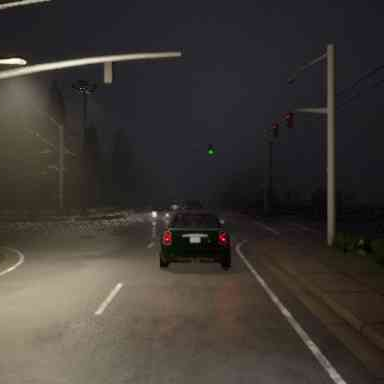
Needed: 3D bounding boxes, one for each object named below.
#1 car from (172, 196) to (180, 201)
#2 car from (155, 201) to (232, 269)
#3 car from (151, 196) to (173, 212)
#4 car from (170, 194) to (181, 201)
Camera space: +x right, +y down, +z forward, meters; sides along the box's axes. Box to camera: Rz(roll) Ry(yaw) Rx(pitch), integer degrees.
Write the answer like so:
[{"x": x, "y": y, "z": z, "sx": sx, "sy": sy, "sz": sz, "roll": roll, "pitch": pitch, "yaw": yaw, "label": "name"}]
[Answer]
[{"x": -3.554, "y": 1.403, "z": 55.841, "sx": 2.097, "sy": 1.767, "sz": 4.553, "roll": 0, "pitch": 0, "yaw": 0, "label": "car"}, {"x": 0.095, "y": 1.362, "z": 11.402, "sx": 2.097, "sy": 1.767, "sz": 4.553, "roll": 0, "pitch": 0, "yaw": 0, "label": "car"}, {"x": -3.585, "y": 1.562, "z": 39.678, "sx": 1.812, "sy": 1.442, "sz": 4.674, "roll": 0, "pitch": 0, "yaw": 0, "label": "car"}, {"x": -3.491, "y": 1.220, "z": 71.088, "sx": 2.033, "sy": 1.411, "sz": 5.357, "roll": 0, "pitch": 0, "yaw": 0, "label": "car"}]
